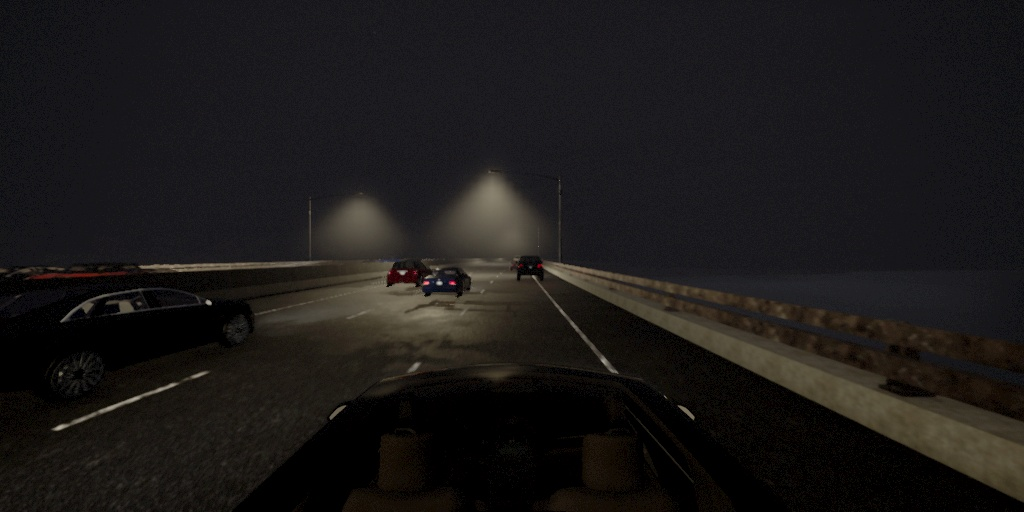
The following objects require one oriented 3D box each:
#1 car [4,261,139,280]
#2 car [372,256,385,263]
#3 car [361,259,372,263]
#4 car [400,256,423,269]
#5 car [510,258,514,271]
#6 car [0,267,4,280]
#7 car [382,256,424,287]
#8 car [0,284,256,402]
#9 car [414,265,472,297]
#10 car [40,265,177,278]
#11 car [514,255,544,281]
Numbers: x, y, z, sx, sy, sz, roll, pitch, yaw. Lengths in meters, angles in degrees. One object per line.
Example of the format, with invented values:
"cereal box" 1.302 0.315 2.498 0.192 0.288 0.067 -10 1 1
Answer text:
"car" -21.005 1.086 17.931 2.097 1.767 4.553 0 0 1
"car" -20.097 0.969 58.146 2.150 2.045 5.566 0 0 2
"car" -23.541 1.243 59.703 2.128 1.511 4.902 0 0 3
"car" -16.548 0.971 59.398 2.150 2.045 5.566 0 0 3
"car" 0.714 1.289 50.358 2.033 1.411 5.357 0 0 2
"car" -24.507 1.224 17.857 2.128 1.511 4.902 0 0 1
"car" -6.736 1.087 24.242 2.097 1.767 4.553 0 0 1
"car" -6.885 1.236 6.359 2.128 1.511 4.902 0 0 0
"car" -3.304 1.285 18.917 2.033 1.411 5.357 0 0 1
"car" -17.525 1.282 16.836 2.033 1.411 5.357 0 0 1
"car" 1.472 0.959 30.281 2.150 2.045 5.566 0 0 1
